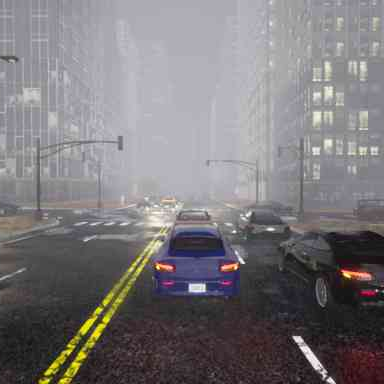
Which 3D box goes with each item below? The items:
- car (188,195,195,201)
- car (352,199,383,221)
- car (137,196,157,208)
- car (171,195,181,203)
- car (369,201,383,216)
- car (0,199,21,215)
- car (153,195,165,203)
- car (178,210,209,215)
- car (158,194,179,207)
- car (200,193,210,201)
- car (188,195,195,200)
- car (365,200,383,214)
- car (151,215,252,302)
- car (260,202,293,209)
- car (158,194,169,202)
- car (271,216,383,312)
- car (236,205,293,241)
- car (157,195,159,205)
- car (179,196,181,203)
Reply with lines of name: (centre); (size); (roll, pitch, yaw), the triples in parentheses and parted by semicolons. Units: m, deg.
car: (-0.125, 1.467, 78.959); (2.033, 1.411, 5.357); (0, 0, 0)
car: (16.158, 1.520, 27.904); (5.009, 1.841, 2.192); (1, 0, 1)
car: (-6.673, 1.513, 47.819); (2.033, 1.411, 5.357); (0, 0, 0)
car: (-3.360, 1.418, 69.124); (1.882, 1.535, 5.008); (0, 0, 0)
car: (20.526, 1.713, 33.619); (4.181, 1.385, 1.994); (1, 1, 1)
car: (-18.509, 1.358, 30.991); (4.892, 1.490, 1.837); (1, 1, 2)
car: (-6.630, 1.448, 66.911); (1.837, 1.490, 4.892); (0, 0, 0)
car: (0.075, 1.591, 17.321); (1.895, 1.301, 4.718); (0, 0, 0)
car: (-3.421, 1.442, 49.218); (1.882, 1.535, 5.008); (0, 0, 0)
car: (3.126, 1.144, 78.702); (2.150, 2.045, 5.566); (0, 0, 0)
car: (-0.141, 1.505, 89.114); (1.895, 1.301, 4.718); (0, 0, 0)
car: (21.754, 1.643, 36.199); (4.829, 1.417, 1.752); (1, 0, 1)
car: (0.088, 1.522, 8.155); (1.812, 1.442, 4.674); (0, 0, 0)
car: (7.502, 1.643, 33.348); (4.718, 1.301, 1.895); (0, 1, -7)
car: (-6.622, 1.285, 76.836); (2.097, 1.767, 4.553); (0, 0, 0)
car: (3.340, 1.522, 7.590); (1.812, 1.442, 4.674); (0, 0, 0)
car: (3.329, 1.555, 16.159); (1.994, 1.385, 4.181); (0, 0, -1)
car: (-6.672, 1.460, 57.557); (1.837, 1.490, 4.892); (0, 0, 0)
car: (-3.420, 1.555, 58.596); (1.895, 1.301, 4.718); (0, 0, 0)
